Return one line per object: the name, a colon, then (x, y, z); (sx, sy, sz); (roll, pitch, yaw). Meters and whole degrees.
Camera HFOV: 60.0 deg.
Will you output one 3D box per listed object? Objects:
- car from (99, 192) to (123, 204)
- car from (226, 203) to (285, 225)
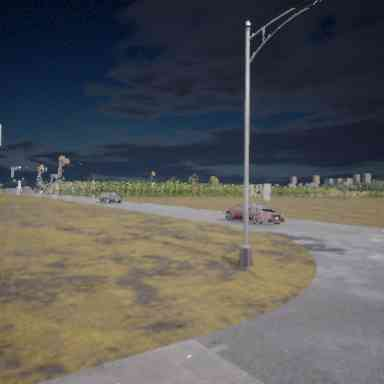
car: (-10.907, 0.809, 44.425); (1.837, 1.490, 4.892); (2, 0, -34)
car: (4.194, 1.424, 22.497); (1.994, 1.385, 4.181); (2, 0, -35)
